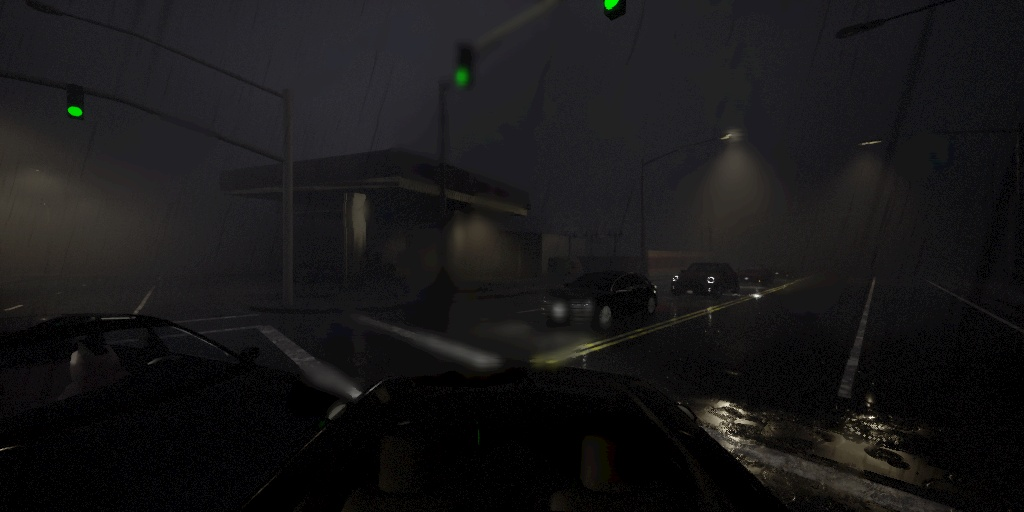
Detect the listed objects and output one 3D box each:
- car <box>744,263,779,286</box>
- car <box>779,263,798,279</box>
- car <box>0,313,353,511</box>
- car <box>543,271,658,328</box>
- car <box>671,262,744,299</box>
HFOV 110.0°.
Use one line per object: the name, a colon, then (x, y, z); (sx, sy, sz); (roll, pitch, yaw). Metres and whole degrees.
car: (16.947, 1.314, 25.181); (1.994, 1.385, 4.181); (0, 0, 45)
car: (24.163, 1.314, 32.149); (4.181, 1.385, 1.994); (0, 0, -44)
car: (-3.390, 1.242, 2.647); (4.902, 1.511, 2.128); (0, 0, 16)
car: (3.018, 1.255, 11.590); (4.892, 1.490, 1.837); (0, 0, -45)
car: (9.938, 1.102, 18.353); (4.553, 1.767, 2.097); (0, 0, -44)
